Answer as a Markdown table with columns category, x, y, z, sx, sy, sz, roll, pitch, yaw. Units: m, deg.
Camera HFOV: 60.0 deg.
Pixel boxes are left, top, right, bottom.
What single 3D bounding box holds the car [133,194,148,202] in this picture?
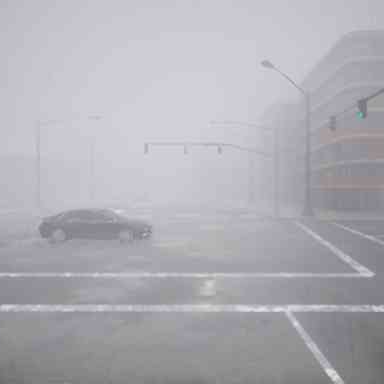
| category | x | y | z | sx | sy | sz | roll | pitch | yaw |
| --- | --- | --- | --- | --- | --- | --- | --- | --- | --- |
| car | -8.699 | 1.000 | 56.473 | 1.994 | 1.385 | 4.181 | 0 | 1 | 2 |

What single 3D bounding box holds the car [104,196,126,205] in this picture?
| category | x | y | z | sx | sy | sz | roll | pitch | yaw |
| --- | --- | --- | --- | --- | --- | --- | --- | --- | --- |
| car | -9.114 | 1.271 | 39.822 | 1.812 | 1.442 | 4.674 | 0 | 1 | 1 |

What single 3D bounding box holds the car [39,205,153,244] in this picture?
| category | x | y | z | sx | sy | sz | roll | pitch | yaw |
| --- | --- | --- | --- | --- | --- | --- | --- | --- | --- |
| car | -4.210 | 1.482 | 14.876 | 4.892 | 1.490 | 1.837 | 0 | 0 | 0 |
